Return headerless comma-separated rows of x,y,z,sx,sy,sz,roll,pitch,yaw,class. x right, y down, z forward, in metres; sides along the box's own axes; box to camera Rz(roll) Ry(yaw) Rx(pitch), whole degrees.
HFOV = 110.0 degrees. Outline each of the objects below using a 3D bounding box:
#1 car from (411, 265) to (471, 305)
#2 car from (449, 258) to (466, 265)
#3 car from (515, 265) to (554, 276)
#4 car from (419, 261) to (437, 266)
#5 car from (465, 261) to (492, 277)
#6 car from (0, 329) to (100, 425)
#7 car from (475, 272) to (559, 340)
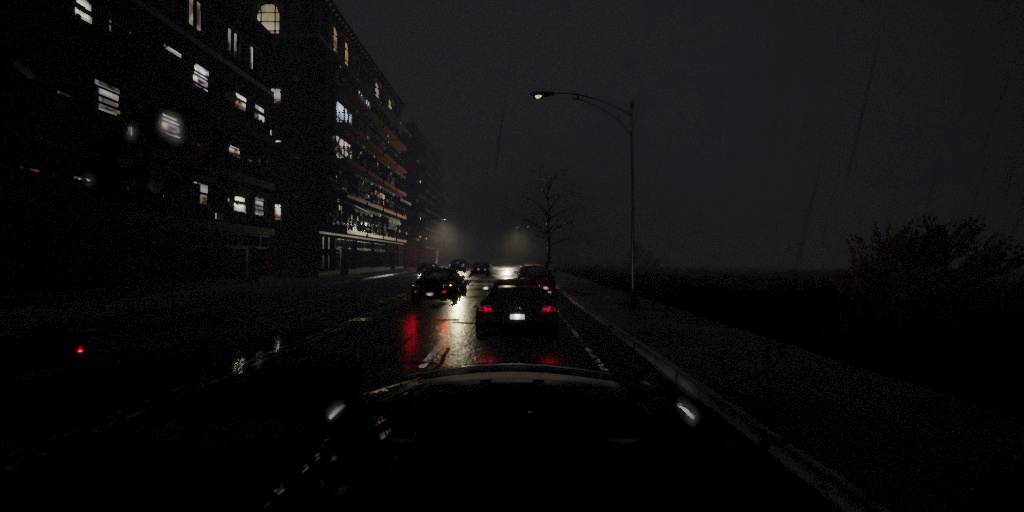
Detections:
-3.133,1.277,15.981,1.812,1.442,4.674,0,0,0,car
-6.548,1.102,44.088,2.097,1.767,4.553,0,0,0,car
1.158,1.230,18.862,1.882,1.535,5.008,0,0,0,car
-9.801,1.314,42.010,1.994,1.385,4.181,0,0,0,car
-3.115,1.299,36.025,2.033,1.411,5.357,0,0,0,car
-6.599,1.298,2.453,2.033,1.411,5.357,0,0,0,car
0.111,1.315,9.942,1.994,1.385,4.181,0,0,0,car
